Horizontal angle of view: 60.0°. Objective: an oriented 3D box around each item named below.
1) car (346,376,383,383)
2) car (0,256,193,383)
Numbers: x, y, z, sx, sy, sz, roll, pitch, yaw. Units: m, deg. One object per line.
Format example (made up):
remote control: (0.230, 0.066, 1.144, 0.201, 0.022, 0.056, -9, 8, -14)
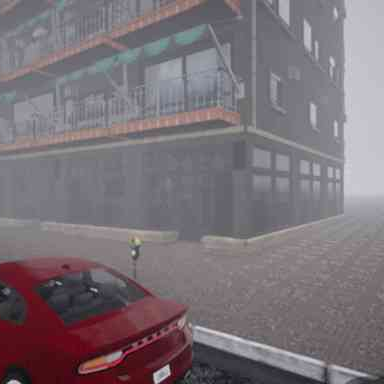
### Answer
car: (2.501, 1.568, 1.096, 4.313, 1.339, 1.947, 0, 0, 35)
car: (-2.093, 1.539, 4.362, 4.507, 1.381, 1.887, 0, 0, 35)
